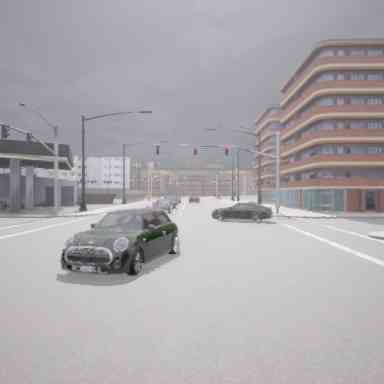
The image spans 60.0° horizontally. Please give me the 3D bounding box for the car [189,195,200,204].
[{"bbox_3d":[0.430,1.352,66.097,2.097,1.767,4.553,0,0,0],"label":"car"}]

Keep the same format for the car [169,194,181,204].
[{"bbox_3d":[-3.208,1.352,65.098,2.097,1.767,4.553,0,0,0],"label":"car"}]

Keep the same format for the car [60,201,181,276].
[{"bbox_3d":[-2.018,1.352,10.550,2.097,1.767,4.553,0,0,17],"label":"car"}]

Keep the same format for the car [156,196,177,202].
[{"bbox_3d":[-3.076,1.491,35.209,2.128,1.511,4.902,0,0,0],"label":"car"}]

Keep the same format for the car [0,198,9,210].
[{"bbox_3d":[-23.943,1.456,39.401,3.806,1.475,1.970,0,0,1],"label":"car"}]

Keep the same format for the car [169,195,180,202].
[{"bbox_3d":[-3.133,1.352,44.927,2.097,1.767,4.553,0,0,0],"label":"car"}]

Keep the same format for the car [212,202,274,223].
[{"bbox_3d":[3.846,1.526,25.404,4.674,1.442,1.812,0,1,24],"label":"car"}]
